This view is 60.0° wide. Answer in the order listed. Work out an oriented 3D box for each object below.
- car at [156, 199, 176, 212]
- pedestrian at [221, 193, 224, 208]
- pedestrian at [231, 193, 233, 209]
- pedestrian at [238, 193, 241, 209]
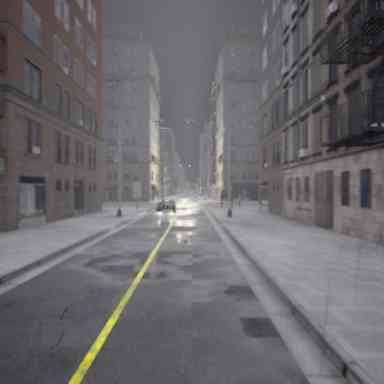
[{"bbox_3d":[-2.762,1.426,36.672,1.994,1.385,4.181,0,0,0],"label":"car"},{"bbox_3d":[3.510,0.995,38.958,0.375,1.860,0.375,0,0,0],"label":"pedestrian"},{"bbox_3d":[4.510,0.999,37.758,0.375,1.860,0.375,0,0,0],"label":"pedestrian"},{"bbox_3d":[5.510,0.997,38.358,0.375,1.860,0.375,0,0,0],"label":"pedestrian"}]
